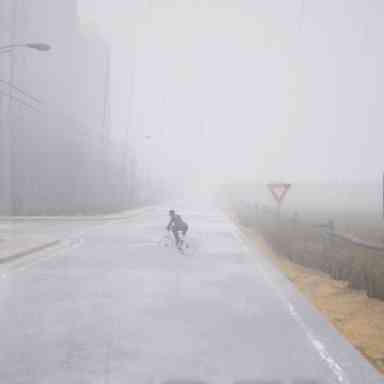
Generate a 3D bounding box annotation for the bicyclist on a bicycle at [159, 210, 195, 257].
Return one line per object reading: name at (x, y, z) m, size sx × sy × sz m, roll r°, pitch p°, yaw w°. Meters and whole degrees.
bicyclist on a bicycle at (-0.565, 1.453, 11.805) m, size 1.656 × 1.620 × 0.582 m, roll -3°, pitch -2°, yaw 36°
